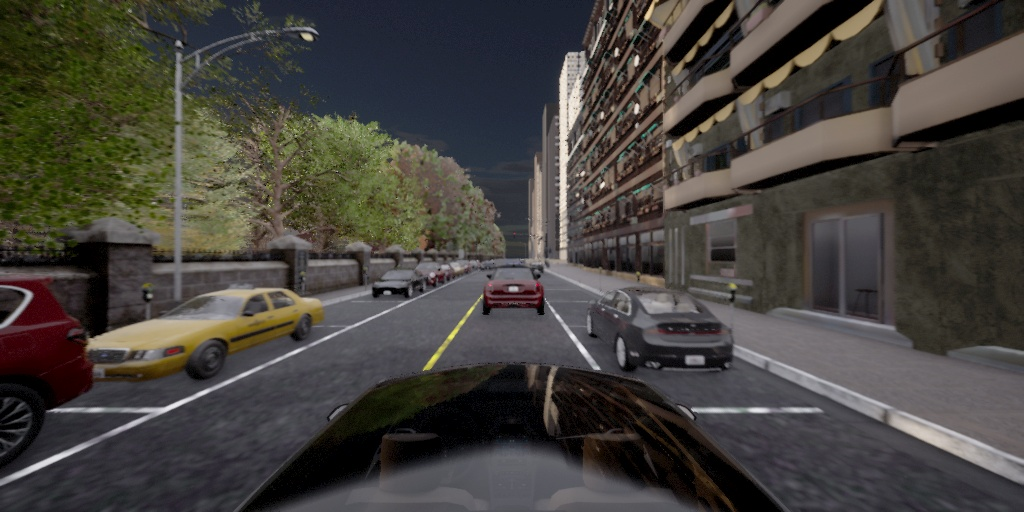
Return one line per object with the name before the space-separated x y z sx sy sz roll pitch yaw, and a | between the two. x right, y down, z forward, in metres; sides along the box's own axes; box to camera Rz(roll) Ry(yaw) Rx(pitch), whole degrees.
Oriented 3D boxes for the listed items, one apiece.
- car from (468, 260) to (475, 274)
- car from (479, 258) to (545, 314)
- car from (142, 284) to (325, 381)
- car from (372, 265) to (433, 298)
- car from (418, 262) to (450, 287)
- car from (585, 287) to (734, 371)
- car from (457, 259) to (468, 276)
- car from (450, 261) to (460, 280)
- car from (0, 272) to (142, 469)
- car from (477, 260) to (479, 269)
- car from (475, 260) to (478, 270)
car | -5.684 1.175 40.688 1.967 1.591 4.097 0 0 0
car | 0.069 1.094 13.805 2.097 1.767 4.553 0 0 0
car | -5.691 1.272 7.286 1.751 1.417 4.829 0 0 0
car | -5.689 1.307 18.534 1.948 1.339 4.313 0 0 0
car | -5.687 1.179 24.072 1.967 1.591 4.097 0 0 0
car | 2.690 1.297 7.457 2.007 1.370 4.403 0 0 0
car | -5.685 1.262 34.979 1.751 1.417 4.829 0 0 0
car | -5.686 1.320 29.611 1.802 1.307 4.207 0 0 0
car | -5.692 1.065 1.918 2.192 1.841 5.009 0 0 0
car | -3.078 1.299 47.206 1.994 1.385 4.181 0 0 0
car | -5.759 1.285 51.764 2.007 1.370 4.403 0 0 0
